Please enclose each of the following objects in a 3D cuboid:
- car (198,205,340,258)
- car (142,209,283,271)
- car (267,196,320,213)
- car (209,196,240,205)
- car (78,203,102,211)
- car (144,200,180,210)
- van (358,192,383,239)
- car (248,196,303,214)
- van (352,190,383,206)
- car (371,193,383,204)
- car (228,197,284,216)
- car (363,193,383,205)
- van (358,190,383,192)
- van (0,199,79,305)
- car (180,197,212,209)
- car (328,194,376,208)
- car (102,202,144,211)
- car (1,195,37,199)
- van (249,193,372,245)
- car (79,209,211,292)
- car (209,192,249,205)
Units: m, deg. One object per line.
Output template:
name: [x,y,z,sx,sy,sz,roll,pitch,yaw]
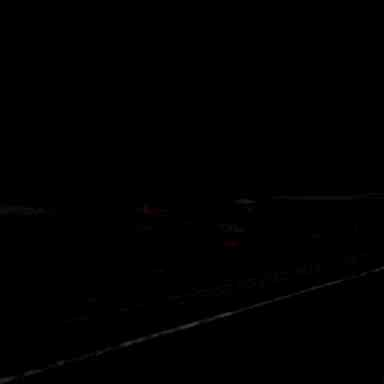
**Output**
car: [2.613,1.455,12.468,2.163,1.488,4.792,-1,0,-36]
car: [0.347,1.494,10.810,2.002,1.452,4.674,-1,0,-36]
car: [10.281,1.175,33.995,2.231,1.521,4.892,-1,1,-36]
car: [1.256,1.332,27.531,2.231,1.521,4.892,-1,1,-36]
car: [-7.803,1.491,21.101,2.163,1.488,4.792,-1,0,-36]
car: [-3.374,1.399,24.457,1.946,1.575,5.366,-1,1,-36]
van: [7.255,1.131,15.606,1.878,1.987,4.442,-1,1,-36]
car: [8.023,1.213,32.380,2.097,1.535,5.008,-1,1,-36]
van: [23.762,0.712,43.763,1.878,1.987,4.442,-1,1,-36]
car: [28.352,0.860,46.893,2.097,1.535,5.008,-1,1,-36]
car: [5.765,1.252,30.766,2.097,1.535,5.008,-1,1,-36]
car: [26.092,0.939,45.280,2.002,1.452,4.674,-1,1,-36]
van: [11.684,1.052,19.057,1.878,1.987,4.442,-1,1,-36]
van: [-4.289,1.277,7.644,1.878,1.987,4.442,-1,0,-36]
car: [-1.004,1.367,25.917,2.097,1.535,5.008,-1,0,-36]
car: [19.334,1.046,40.420,2.163,1.488,4.792,-1,1,-36]
car: [-5.505,1.465,22.671,2.163,1.488,4.792,-1,0,-36]
car: [-10.029,1.234,19.440,2.435,2.045,5.566,-1,0,-36]
van: [4.840,1.165,14.167,1.878,1.987,4.442,-1,0,-36]
car: [-1.939,1.479,9.187,2.231,1.521,4.892,-1,0,-36]
car: [3.523,1.040,29.123,2.435,2.045,5.566,-1,1,-36]
